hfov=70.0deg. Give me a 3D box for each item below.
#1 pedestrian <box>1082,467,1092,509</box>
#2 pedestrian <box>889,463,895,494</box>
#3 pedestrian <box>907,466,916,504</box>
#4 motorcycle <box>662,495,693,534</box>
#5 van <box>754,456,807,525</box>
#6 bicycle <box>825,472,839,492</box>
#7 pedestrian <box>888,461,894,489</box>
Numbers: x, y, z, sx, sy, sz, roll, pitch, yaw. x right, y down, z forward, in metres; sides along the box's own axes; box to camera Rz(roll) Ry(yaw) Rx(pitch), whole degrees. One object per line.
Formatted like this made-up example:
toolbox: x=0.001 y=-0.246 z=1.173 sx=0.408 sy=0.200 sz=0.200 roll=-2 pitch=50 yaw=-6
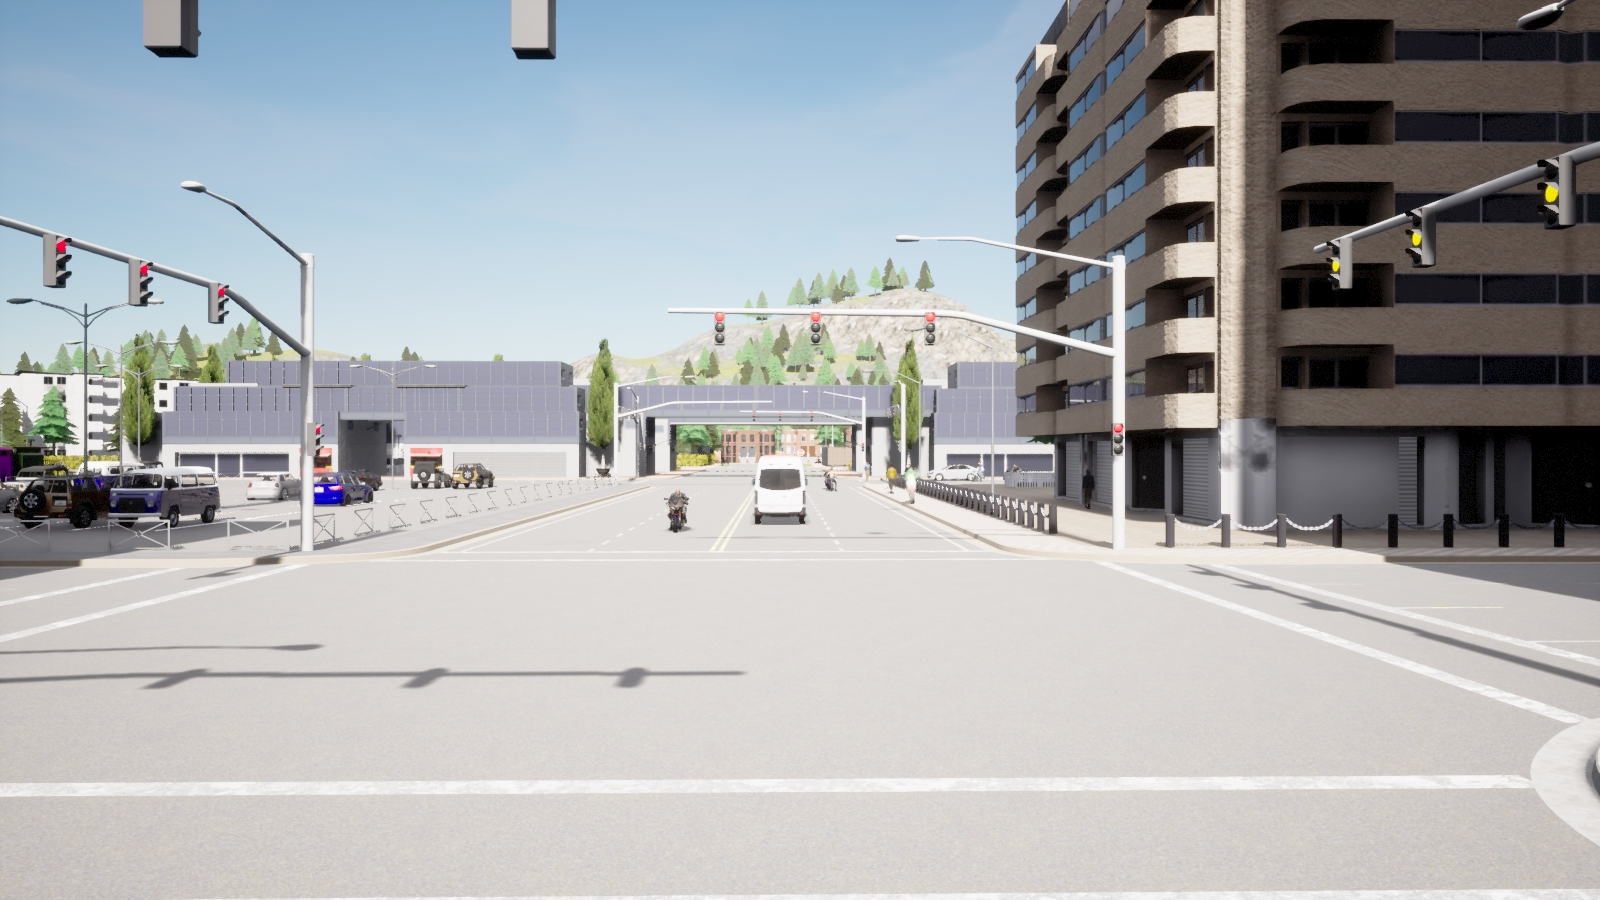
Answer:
pedestrian: x=12.617 y=1.658 z=50.216 sx=0.375 sy=1.860 sz=0.375 roll=0 pitch=0 yaw=5
pedestrian: x=5.548 y=1.695 z=68.850 sx=0.375 sy=1.860 sz=0.375 roll=0 pitch=0 yaw=-1
pedestrian: x=5.482 y=1.695 z=56.180 sx=0.375 sy=1.860 sz=0.375 roll=0 pitch=0 yaw=0
motorcycle: x=-4.213 y=2.205 z=39.441 sx=0.867 sy=1.251 sz=2.209 roll=0 pitch=0 yaw=-1
van: x=-0.798 y=1.534 z=45.738 sx=1.988 sy=2.561 sz=5.915 roll=0 pitch=0 yaw=-1
bicycle: x=2.134 y=2.158 z=77.288 sx=0.859 sy=1.276 sz=1.487 roll=0 pitch=0 yaw=-1
pedestrian: x=6.096 y=1.697 z=76.853 sx=0.375 sy=1.860 sz=0.375 roll=0 pitch=0 yaw=0
